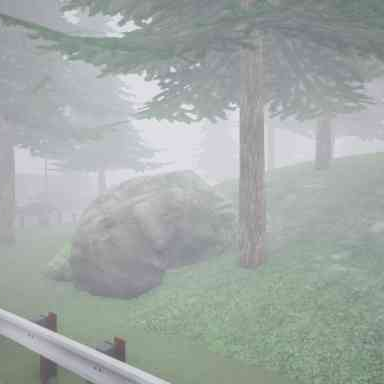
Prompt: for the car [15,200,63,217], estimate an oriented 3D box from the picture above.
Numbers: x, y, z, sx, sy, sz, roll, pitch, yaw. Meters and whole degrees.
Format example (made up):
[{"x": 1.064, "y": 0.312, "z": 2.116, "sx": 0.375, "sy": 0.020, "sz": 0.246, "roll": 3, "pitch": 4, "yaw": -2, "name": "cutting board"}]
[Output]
[{"x": -13.278, "y": 1.490, "z": 27.867, "sx": 1.837, "sy": 1.490, "sz": 4.892, "roll": 0, "pitch": 0, "yaw": 35, "name": "car"}]
